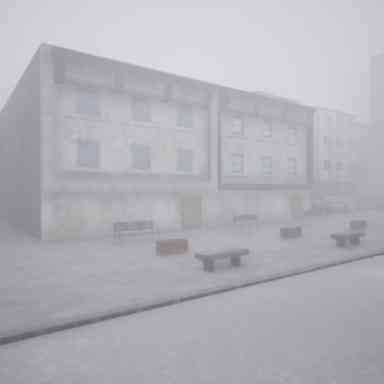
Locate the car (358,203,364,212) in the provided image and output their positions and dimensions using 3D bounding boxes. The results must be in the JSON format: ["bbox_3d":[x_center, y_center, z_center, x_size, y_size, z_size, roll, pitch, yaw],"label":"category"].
[{"bbox_3d":[15.680,1.282,34.681,1.816,1.474,4.193,0,0,-26],"label":"car"}]

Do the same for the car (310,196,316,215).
[{"bbox_3d":[8.780,1.313,29.785,1.845,1.501,3.633,0,0,-26],"label":"car"}]

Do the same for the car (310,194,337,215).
[{"bbox_3d":[10.974,1.133,30.855,1.905,1.878,3.866,0,0,-26],"label":"car"}]

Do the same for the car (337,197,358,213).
[{"bbox_3d":[13.362,1.226,32.848,2.242,1.667,4.611,0,0,-26],"label":"car"}]
